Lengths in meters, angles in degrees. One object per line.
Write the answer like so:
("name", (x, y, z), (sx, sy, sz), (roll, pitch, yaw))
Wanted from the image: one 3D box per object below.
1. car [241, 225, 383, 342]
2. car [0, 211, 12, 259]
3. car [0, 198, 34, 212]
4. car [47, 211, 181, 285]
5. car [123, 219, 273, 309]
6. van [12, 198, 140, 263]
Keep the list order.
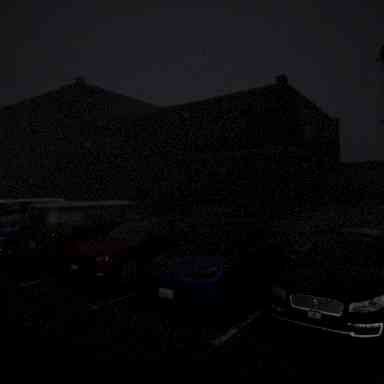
("car", (3.154, 1.484, 6.713), (2.231, 1.521, 4.892), (0, 0, 35))
("car", (-5.822, 1.584, 13.110), (2.002, 1.452, 4.674), (-1, 0, 35))
("car", (-8.089, 1.317, 14.687), (2.435, 2.045, 5.566), (-1, 0, 35))
("car", (-1.334, 1.506, 9.912), (2.097, 1.535, 5.008), (0, 0, 35))
("car", (0.889, 1.522, 8.283), (2.163, 1.488, 4.792), (0, 0, 35))
("van", (-3.416, 1.296, 11.532), (1.878, 1.987, 4.442), (-1, 0, 36))
